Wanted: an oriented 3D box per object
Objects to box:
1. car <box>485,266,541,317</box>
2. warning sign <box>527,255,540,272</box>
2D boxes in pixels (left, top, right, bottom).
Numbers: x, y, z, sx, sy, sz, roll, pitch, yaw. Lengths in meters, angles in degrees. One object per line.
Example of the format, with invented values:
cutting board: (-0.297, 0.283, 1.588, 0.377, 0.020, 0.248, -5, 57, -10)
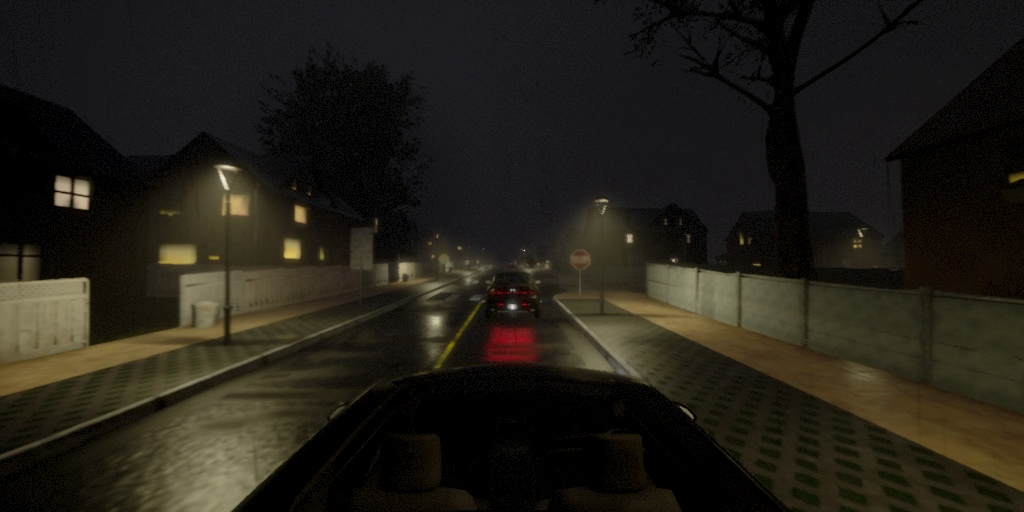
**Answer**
car: (0.038, 1.312, 13.416, 1.837, 1.490, 4.892, 0, 0, 1)
warning sign: (2.508, 1.095, 44.418, 1.300, 1.860, 1.060, 0, 0, 0)
